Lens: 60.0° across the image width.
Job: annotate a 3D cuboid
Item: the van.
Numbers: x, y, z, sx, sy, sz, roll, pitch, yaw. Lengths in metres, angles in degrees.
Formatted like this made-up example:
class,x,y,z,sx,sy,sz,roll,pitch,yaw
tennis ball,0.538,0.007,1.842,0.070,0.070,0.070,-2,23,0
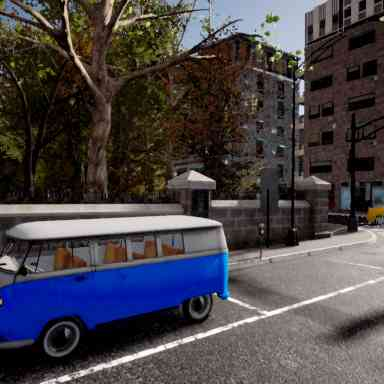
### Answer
class,x,y,z,sx,sy,sz,roll,pitch,yaw
van,-1.220,1.342,5.631,3.998,1.788,1.690,0,1,-36

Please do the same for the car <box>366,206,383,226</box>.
class,x,y,z,sx,sy,sz,roll,pitch,yaw
car,13.853,1.454,21.038,5.008,1.535,1.882,1,1,45
